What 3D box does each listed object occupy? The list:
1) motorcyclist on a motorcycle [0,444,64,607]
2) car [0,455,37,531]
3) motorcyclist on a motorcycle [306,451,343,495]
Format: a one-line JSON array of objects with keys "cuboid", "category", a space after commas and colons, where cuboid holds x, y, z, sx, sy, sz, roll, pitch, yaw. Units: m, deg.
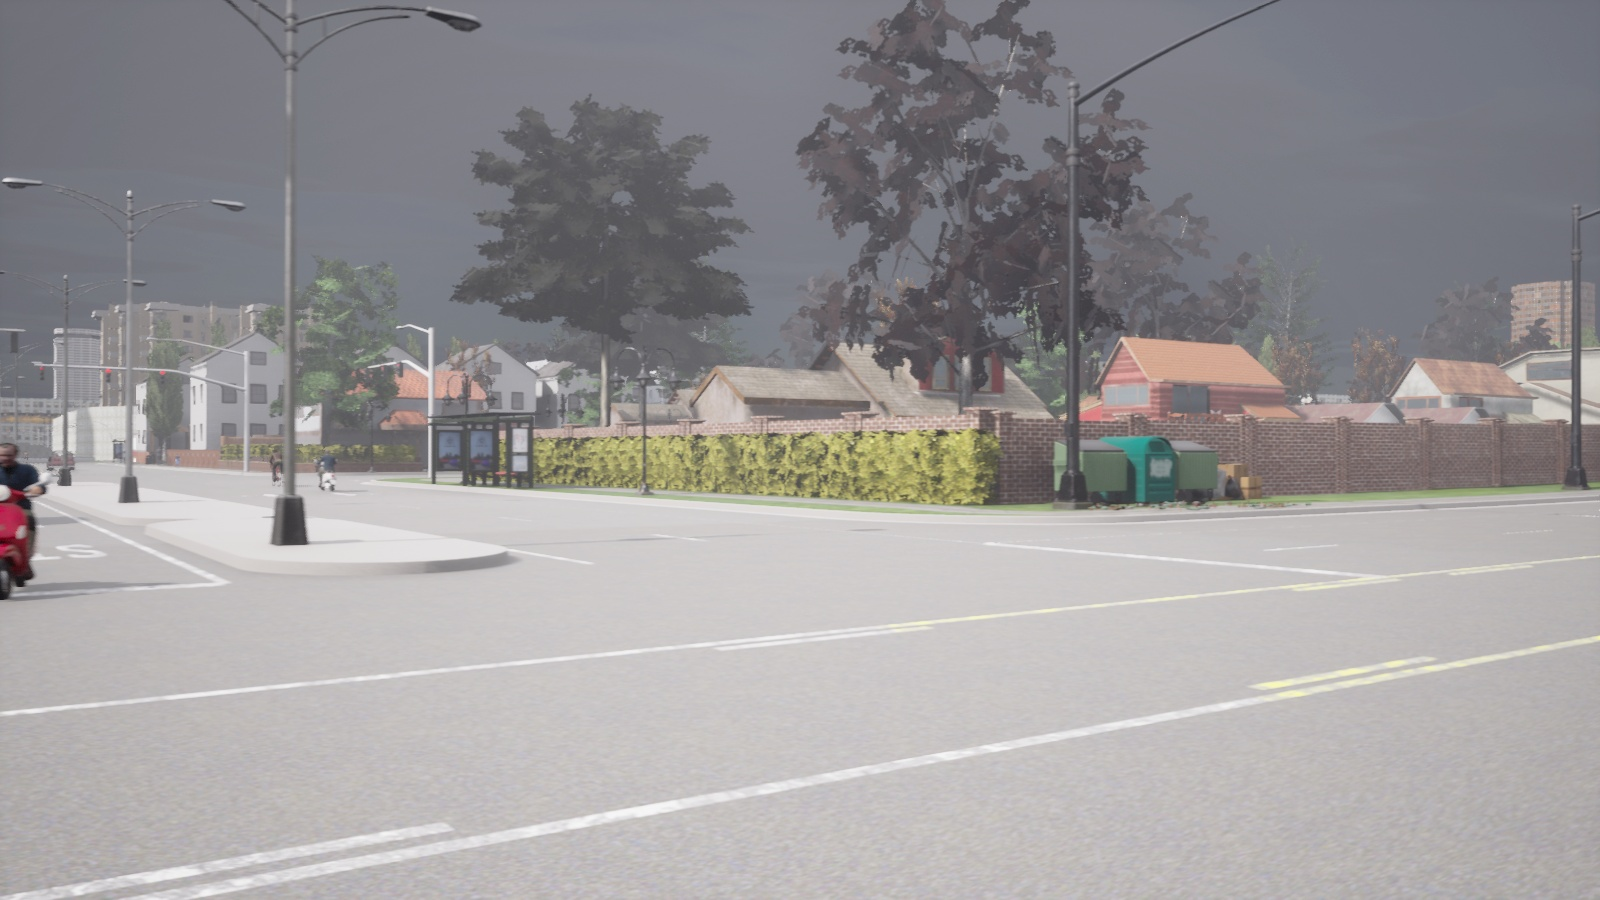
[{"cuboid": [-8.297, 0.748, 13.061, 0.866, 1.590, 1.817, -2, 1, -24], "category": "motorcyclist on a motorcycle"}, {"cuboid": [-17.065, 0.859, 26.082, 1.845, 1.501, 3.633, 0, 0, -35], "category": "car"}, {"cuboid": [-17.931, 0.852, 47.352, 0.866, 1.590, 1.817, 0, 0, -35], "category": "motorcyclist on a motorcycle"}]
